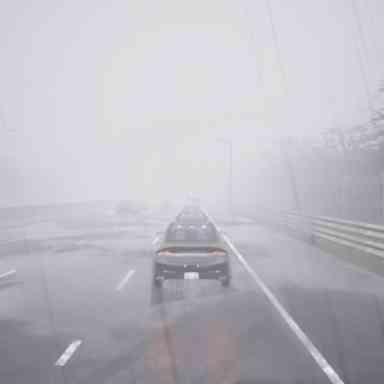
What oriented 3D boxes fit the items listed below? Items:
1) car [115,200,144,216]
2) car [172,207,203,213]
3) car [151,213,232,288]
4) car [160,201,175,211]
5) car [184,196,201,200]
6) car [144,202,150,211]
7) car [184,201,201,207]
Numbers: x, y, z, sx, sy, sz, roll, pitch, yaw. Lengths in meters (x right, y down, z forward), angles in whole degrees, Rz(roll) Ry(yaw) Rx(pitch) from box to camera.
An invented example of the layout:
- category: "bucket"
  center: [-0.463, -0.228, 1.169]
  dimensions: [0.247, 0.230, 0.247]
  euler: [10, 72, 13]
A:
- category: "car"
  center: [-6.935, 1.653, 36.530]
  dimensions: [2.097, 1.767, 4.553]
  euler: [0, 0, 0]
- category: "car"
  center: [-0.017, 1.755, 18.665]
  dimensions: [1.895, 1.301, 4.718]
  euler: [0, 0, 0]
- category: "car"
  center: [-0.011, 1.570, 9.428]
  dimensions: [2.128, 1.511, 4.902]
  euler: [0, 0, 0]
- category: "car"
  center: [-3.444, 1.929, 46.775]
  dimensions: [2.033, 1.411, 5.357]
  euler: [0, 0, 0]
- category: "car"
  center: [0.058, 1.592, 45.378]
  dimensions: [2.150, 2.045, 5.566]
  euler: [0, 0, 0]
- category: "car"
  center: [-6.945, 1.976, 45.954]
  dimensions: [1.895, 1.301, 4.718]
  euler: [0, 0, 0]
- category: "car"
  center: [-0.026, 1.780, 28.176]
  dimensions: [2.033, 1.411, 5.357]
  euler: [0, 0, 0]
